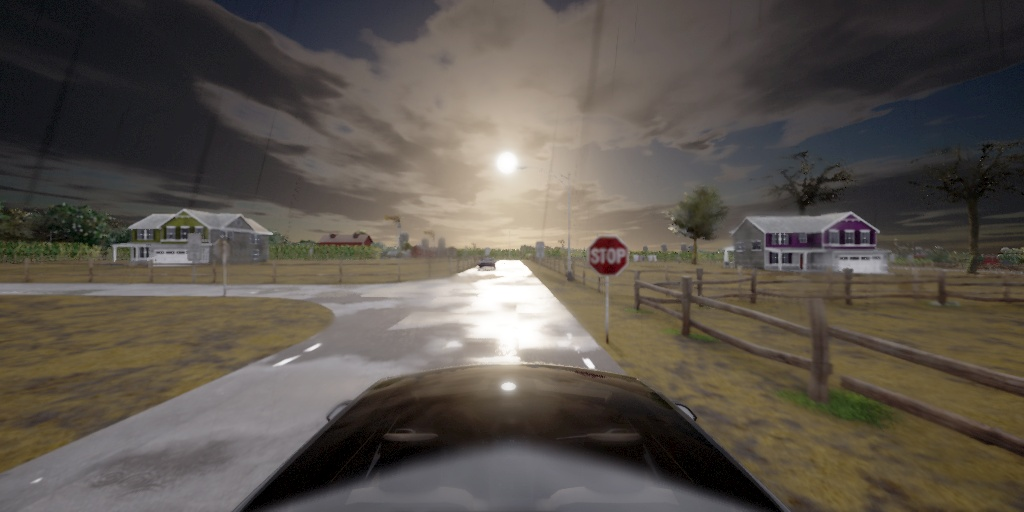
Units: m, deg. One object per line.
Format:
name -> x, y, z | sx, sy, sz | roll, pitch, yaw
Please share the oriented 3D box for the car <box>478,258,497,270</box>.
car -> -2.748, 0.831, 40.705 | 1.895, 1.301, 4.718 | 0, 1, 0
